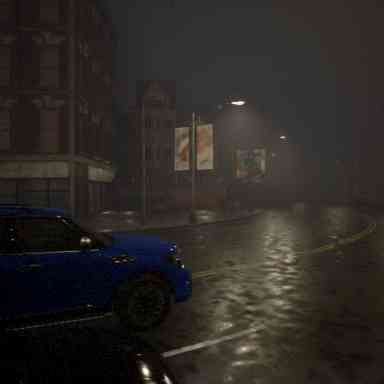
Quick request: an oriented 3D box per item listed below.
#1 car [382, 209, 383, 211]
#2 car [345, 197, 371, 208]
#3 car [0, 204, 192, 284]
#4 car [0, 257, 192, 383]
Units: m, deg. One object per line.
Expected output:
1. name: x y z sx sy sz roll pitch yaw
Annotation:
1. car: 13.325 1.499 21.179 1.837 1.490 4.892 0 1 32
2. car: 23.919 1.488 48.019 1.837 1.490 4.892 0 0 2
3. car: -2.775 1.221 5.470 5.566 2.045 2.150 0 0 -26
4. car: -2.333 1.504 1.835 4.892 1.490 1.837 0 1 -25
